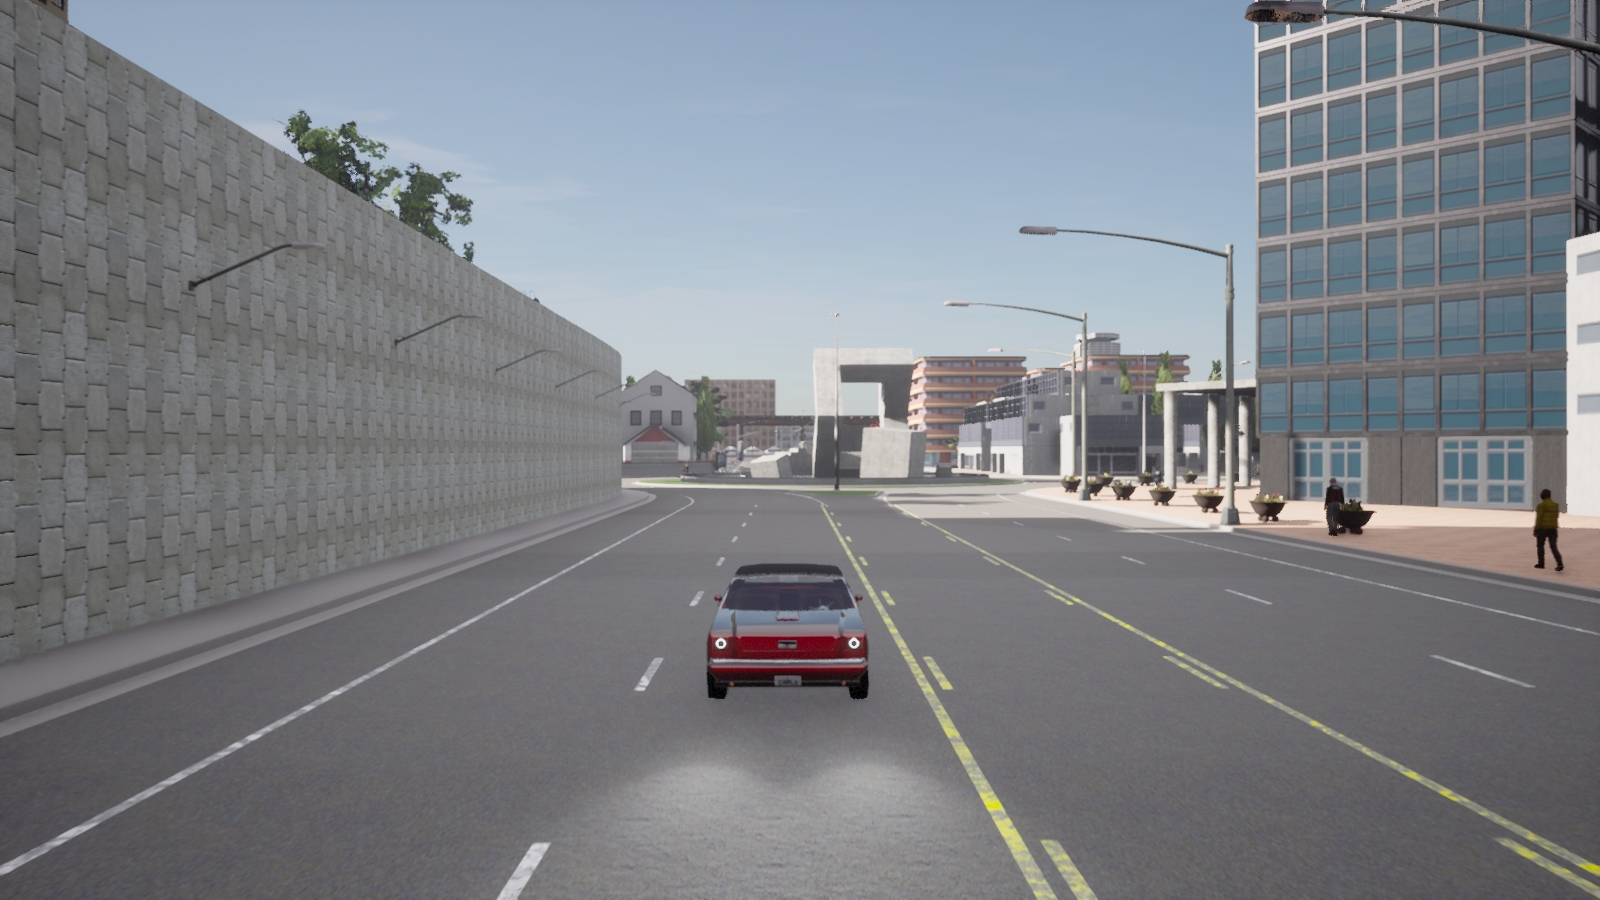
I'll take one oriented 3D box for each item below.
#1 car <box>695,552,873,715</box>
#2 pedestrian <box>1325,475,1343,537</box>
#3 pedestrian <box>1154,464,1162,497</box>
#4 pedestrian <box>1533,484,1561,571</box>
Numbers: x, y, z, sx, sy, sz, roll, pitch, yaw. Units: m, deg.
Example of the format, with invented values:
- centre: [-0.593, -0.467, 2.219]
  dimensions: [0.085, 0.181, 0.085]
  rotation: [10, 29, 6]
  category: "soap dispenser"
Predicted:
- centre: [-0.176, 2.170, 14.545]
  dimensions: [1.895, 1.301, 4.718]
  rotation: [0, 0, 0]
  category: "car"
- centre: [16.253, 1.698, 34.772]
  dimensions: [0.375, 1.860, 0.375]
  rotation: [0, 0, 0]
  category: "pedestrian"
- centre: [20.499, 1.731, 65.420]
  dimensions: [0.375, 1.860, 0.375]
  rotation: [0, 0, 35]
  category: "pedestrian"
- centre: [16.287, 1.687, 24.914]
  dimensions: [0.375, 1.860, 0.375]
  rotation: [0, 0, 0]
  category: "pedestrian"
